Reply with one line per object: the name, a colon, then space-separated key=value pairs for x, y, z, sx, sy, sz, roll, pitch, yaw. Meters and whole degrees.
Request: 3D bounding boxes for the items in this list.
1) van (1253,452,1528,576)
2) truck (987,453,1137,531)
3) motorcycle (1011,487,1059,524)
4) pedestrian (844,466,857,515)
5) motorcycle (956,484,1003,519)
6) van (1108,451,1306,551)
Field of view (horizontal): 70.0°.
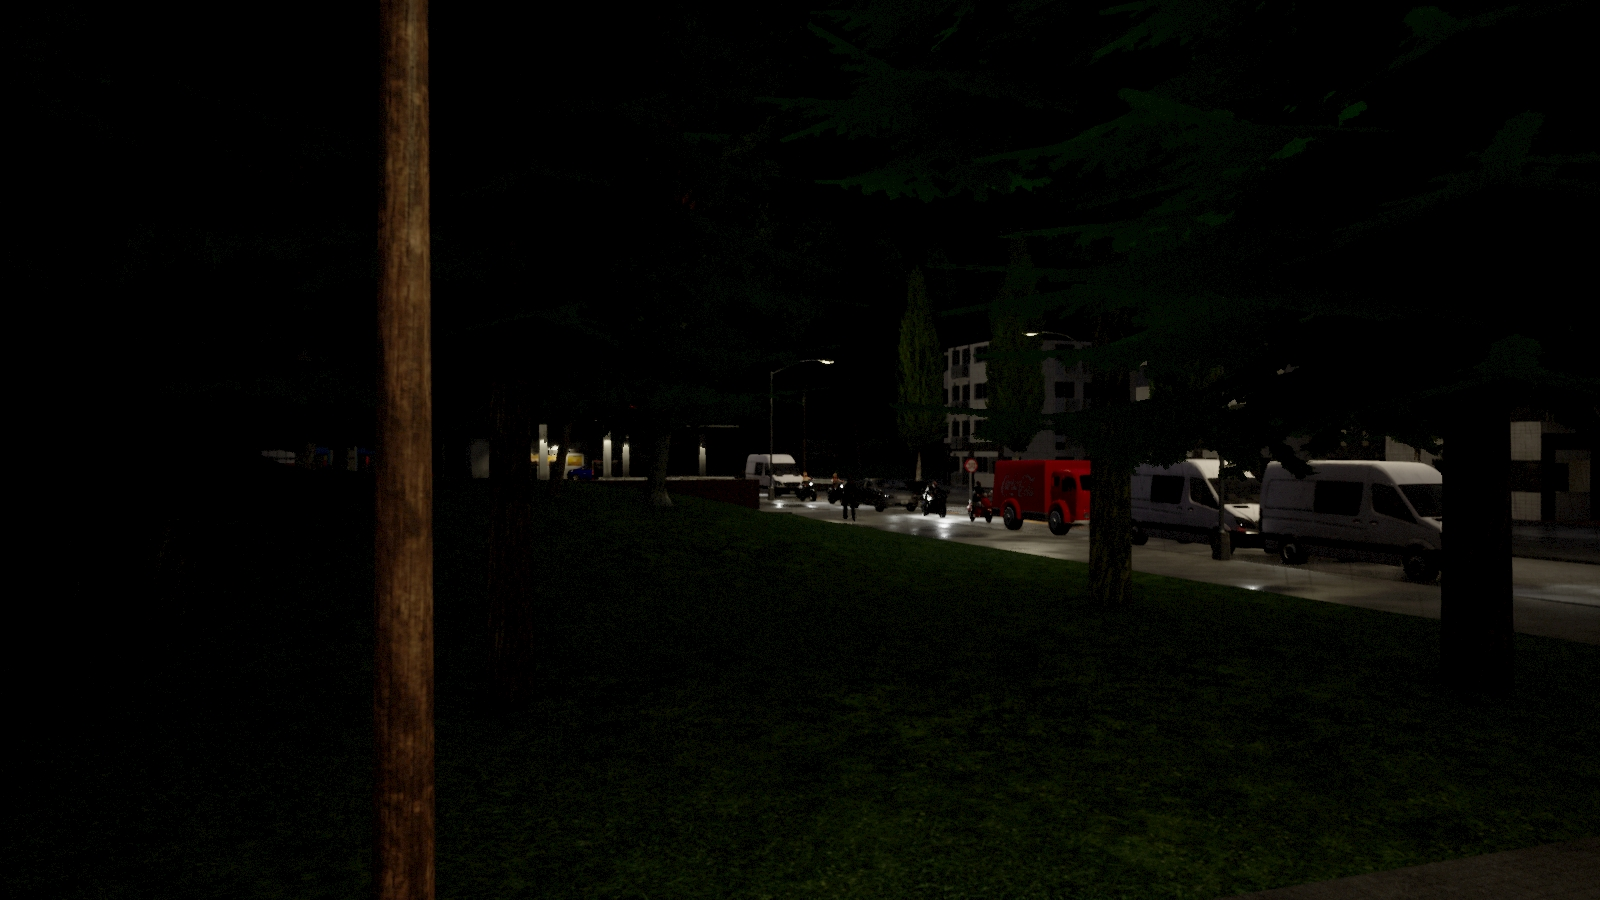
van: x=13.493 y=1.323 z=26.677 sx=1.988 sy=2.561 sz=5.915 roll=0 pitch=0 yaw=-20
truck: x=8.905 y=1.356 z=39.393 sx=2.627 sy=2.467 sz=5.204 roll=0 pitch=0 yaw=-20
motorcycle: x=8.397 y=1.970 z=40.853 sx=0.856 sy=1.236 sz=1.805 roll=0 pitch=0 yaw=-20
pedestrian: x=1.901 y=1.532 z=43.197 sx=0.375 sy=1.860 sz=0.375 roll=0 pitch=0 yaw=-21
motorcycle: x=6.991 y=1.993 z=44.695 sx=0.867 sy=1.251 sz=2.209 roll=0 pitch=0 yaw=-20
van: x=11.382 y=1.323 z=32.522 sx=1.988 sy=2.561 sz=5.915 roll=0 pitch=0 yaw=-20
